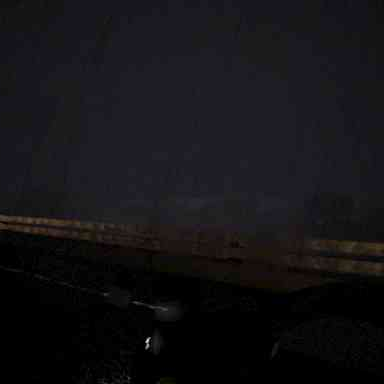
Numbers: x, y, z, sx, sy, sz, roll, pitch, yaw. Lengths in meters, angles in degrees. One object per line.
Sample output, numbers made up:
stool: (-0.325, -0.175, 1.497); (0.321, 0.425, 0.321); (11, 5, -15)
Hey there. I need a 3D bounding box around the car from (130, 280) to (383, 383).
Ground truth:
car: (1.417, 1.567, 2.990); (4.181, 1.385, 1.994); (0, 0, 36)
